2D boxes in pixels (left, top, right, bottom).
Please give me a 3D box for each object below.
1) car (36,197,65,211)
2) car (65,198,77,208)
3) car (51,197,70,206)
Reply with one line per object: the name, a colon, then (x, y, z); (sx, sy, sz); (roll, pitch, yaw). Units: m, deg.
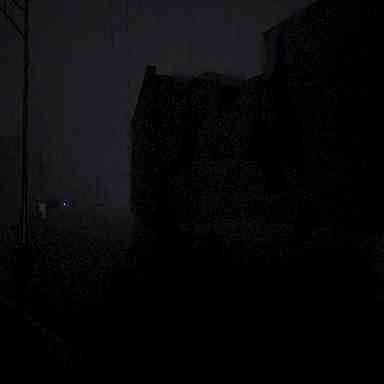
car: (-18.558, 1.632, 42.980); (2.128, 1.511, 4.902); (1, 0, -6)
car: (-19.902, 1.722, 53.484); (1.812, 1.442, 4.674); (1, 0, -7)
car: (-24.467, 1.682, 61.900); (2.128, 1.511, 4.902); (1, 0, -7)
